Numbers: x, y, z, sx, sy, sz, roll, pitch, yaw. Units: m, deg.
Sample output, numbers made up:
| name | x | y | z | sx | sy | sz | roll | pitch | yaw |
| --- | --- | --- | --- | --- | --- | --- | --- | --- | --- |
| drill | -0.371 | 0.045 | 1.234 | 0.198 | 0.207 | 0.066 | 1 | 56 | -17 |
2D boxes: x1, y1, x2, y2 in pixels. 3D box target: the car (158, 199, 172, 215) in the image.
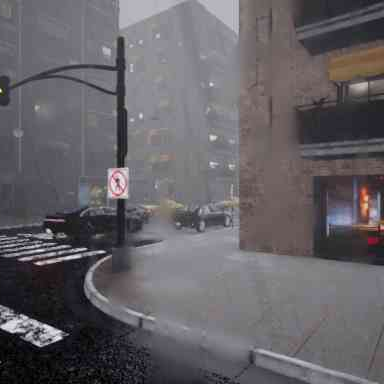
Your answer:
| name | x | y | z | sx | sy | sz | roll | pitch | yaw |
| --- | --- | --- | --- | --- | --- | --- | --- | --- | --- |
| car | -2.574 | 1.252 | 27.346 | 1.752 | 1.417 | 4.829 | 1 | 1 | 36 |

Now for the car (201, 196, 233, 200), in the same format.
| name | x | y | z | sx | sy | sz | roll | pitch | yaw |
| --- | --- | --- | --- | --- | --- | --- | --- | --- | --- |
| car | 1.368 | 1.245 | 28.595 | 1.994 | 1.385 | 4.181 | 0 | 1 | 36 |

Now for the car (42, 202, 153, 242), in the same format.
| name | x | y | z | sx | sy | sz | roll | pitch | yaw |
| --- | --- | --- | --- | --- | --- | --- | --- | --- | --- |
| car | -4.437 | 1.342 | 15.561 | 2.128 | 1.511 | 4.902 | 0 | 1 | 36 |

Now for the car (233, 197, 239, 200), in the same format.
| name | x | y | z | sx | sy | sz | roll | pitch | yaw |
| --- | --- | --- | --- | --- | --- | --- | --- | --- | --- |
| car | 4.079 | 1.111 | 36.531 | 1.752 | 1.417 | 4.829 | 1 | 1 | 36 |

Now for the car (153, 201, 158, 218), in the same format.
| name | x | y | z | sx | sy | sz | roll | pitch | yaw |
| --- | --- | --- | --- | --- | --- | --- | --- | --- | --- |
| car | -4.436 | 1.368 | 20.591 | 1.994 | 1.385 | 4.181 | 0 | 1 | 36 |

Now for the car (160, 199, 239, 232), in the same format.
| name | x | y | z | sx | sy | sz | roll | pitch | yaw |
| --- | --- | --- | --- | --- | --- | --- | --- | --- | --- |
| car | 0.599 | 1.333 | 18.293 | 2.008 | 1.369 | 4.403 | 1 | 1 | 36 |
